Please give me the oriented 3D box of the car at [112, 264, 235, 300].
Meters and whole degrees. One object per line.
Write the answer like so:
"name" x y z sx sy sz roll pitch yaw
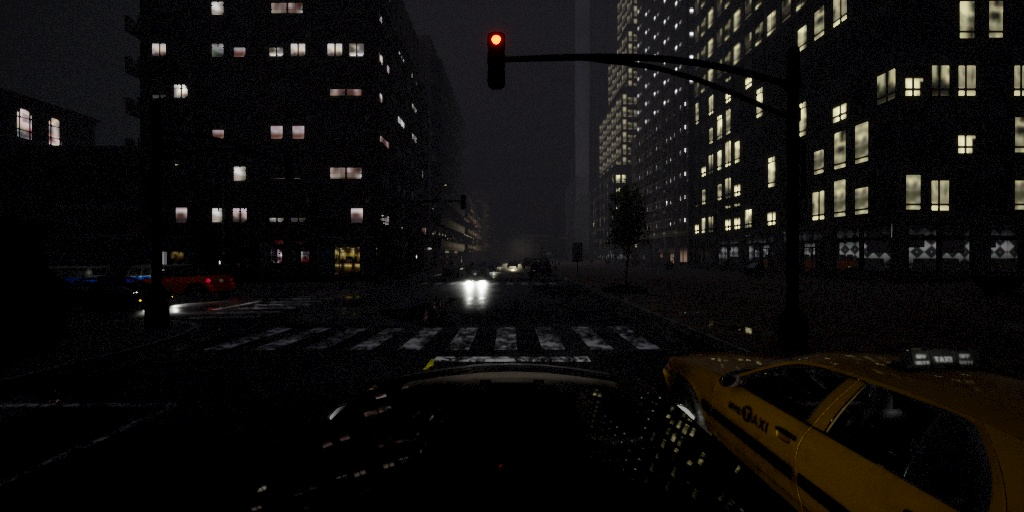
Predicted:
"car" -17.619 1.359 19.064 4.553 1.767 2.097 -1 0 -2

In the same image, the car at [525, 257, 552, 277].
"car" 2.689 1.074 34.770 2.192 1.841 5.009 0 0 0

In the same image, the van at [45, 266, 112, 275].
"van" -26.305 1.481 21.479 3.998 1.789 1.690 0 0 -1

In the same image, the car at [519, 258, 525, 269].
"car" 2.689 1.098 56.875 2.192 1.841 5.009 0 0 0

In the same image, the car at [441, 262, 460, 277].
"car" -5.691 1.309 34.770 2.007 1.370 4.403 0 0 0

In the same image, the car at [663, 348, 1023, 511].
"car" 2.689 1.275 2.527 1.751 1.417 4.829 0 0 0

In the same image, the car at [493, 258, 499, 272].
"car" -3.098 1.248 47.240 1.882 1.535 5.008 0 0 0

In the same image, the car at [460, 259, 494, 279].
"car" -3.099 1.248 32.487 2.128 1.511 4.902 0 0 0

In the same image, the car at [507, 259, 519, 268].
"car" 0.099 1.287 63.966 2.128 1.511 4.902 0 0 0

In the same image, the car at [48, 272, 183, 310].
"car" -17.602 1.583 15.765 4.181 1.385 1.994 -1 0 -1
